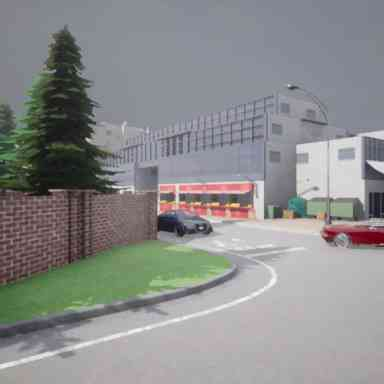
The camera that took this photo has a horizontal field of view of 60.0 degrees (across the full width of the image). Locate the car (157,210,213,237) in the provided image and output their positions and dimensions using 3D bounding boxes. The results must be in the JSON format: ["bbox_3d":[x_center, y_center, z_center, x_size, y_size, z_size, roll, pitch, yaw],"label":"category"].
[{"bbox_3d":[-0.639,1.735,19.304,1.994,1.385,4.181,0,0,-35],"label":"car"}]

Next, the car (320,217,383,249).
[{"bbox_3d":[8.057,1.752,14.398,4.718,1.301,1.895,0,0,17],"label":"car"}]
